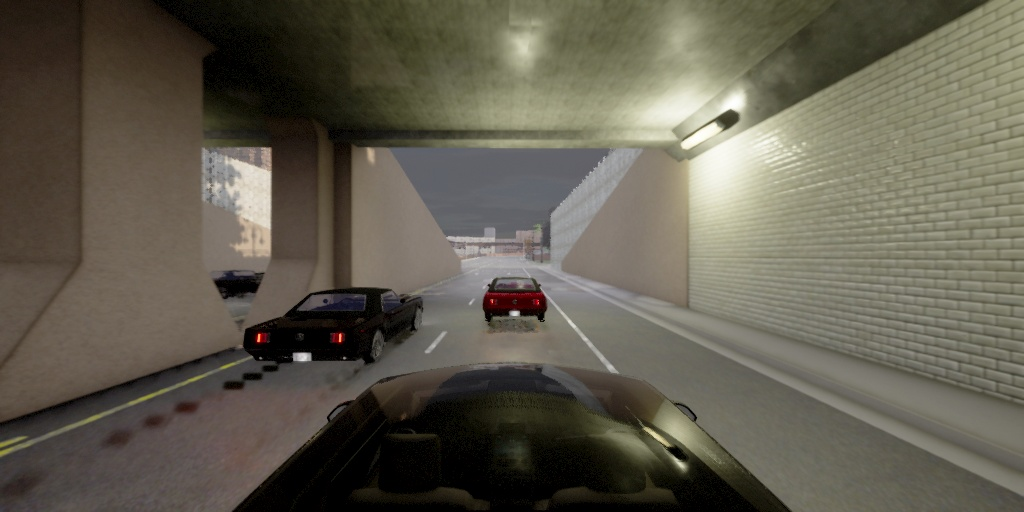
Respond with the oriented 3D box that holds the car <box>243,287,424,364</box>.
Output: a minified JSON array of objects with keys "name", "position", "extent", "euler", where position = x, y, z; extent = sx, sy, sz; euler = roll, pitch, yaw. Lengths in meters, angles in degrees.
[{"name":"car","position":[-3.396,1.352,8.037],"extent":[1.895,1.301,4.718],"euler":[0,0,0]}]

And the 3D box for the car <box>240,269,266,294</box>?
[{"name":"car","position":[-10.597,0.973,18.310],"extent":[2.150,2.045,5.566],"euler":[0,0,0]}]

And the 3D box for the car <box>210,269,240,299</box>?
[{"name":"car","position":[-14.095,1.353,17.785],"extent":[1.895,1.301,4.718],"euler":[0,0,0]}]

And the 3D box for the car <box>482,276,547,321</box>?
[{"name":"car","position":[0.083,1.350,12.425],"extent":[1.895,1.301,4.718],"euler":[0,0,0]}]
